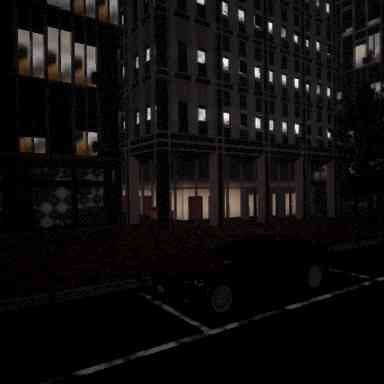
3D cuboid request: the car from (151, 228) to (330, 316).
[{"bbox_3d":[1.243,1.541,7.461,4.507,1.381,1.887,0,-1,-35],"label":"car"}]
